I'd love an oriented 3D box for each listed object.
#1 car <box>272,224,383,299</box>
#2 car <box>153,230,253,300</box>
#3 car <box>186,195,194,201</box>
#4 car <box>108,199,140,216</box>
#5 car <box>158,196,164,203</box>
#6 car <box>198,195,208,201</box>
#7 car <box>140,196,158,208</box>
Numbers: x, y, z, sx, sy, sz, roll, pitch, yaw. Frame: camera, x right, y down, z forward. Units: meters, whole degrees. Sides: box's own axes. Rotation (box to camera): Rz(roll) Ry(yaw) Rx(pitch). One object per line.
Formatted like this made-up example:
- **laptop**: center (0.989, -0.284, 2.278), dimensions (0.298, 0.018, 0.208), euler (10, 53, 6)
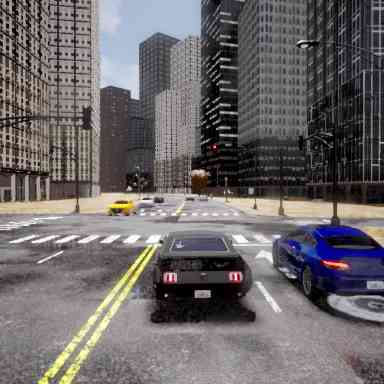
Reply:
- **car**: center (3.347, 1.523, 8.338), dimensions (1.812, 1.442, 4.674), euler (0, 0, 1)
- **car**: center (0.104, 1.598, 8.367), dimensions (1.895, 1.301, 4.718), euler (0, 0, -3)
- **car**: center (-0.503, 1.469, 80.524), dimensions (1.895, 1.301, 4.718), euler (0, 0, -4)
- **car**: center (-6.579, 1.430, 31.690), dimensions (1.882, 1.535, 5.008), euler (0, -1, 0)
- **car**: center (-6.555, 1.480, 65.510), dimensions (1.994, 1.385, 4.181), euler (0, 0, 0)
- **car**: center (2.746, 1.397, 80.640), dimensions (1.812, 1.442, 4.674), euler (0, 0, -4)
- **car**: center (-6.569, 1.477, 48.559), dimensions (1.812, 1.442, 4.674), euler (0, 0, 0)
